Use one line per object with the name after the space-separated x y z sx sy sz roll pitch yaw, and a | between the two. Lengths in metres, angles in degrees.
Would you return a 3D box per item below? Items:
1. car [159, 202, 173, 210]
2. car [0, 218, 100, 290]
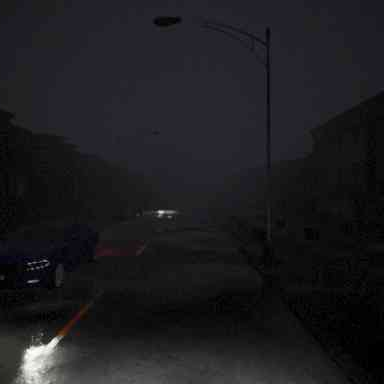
-4.020 2.158 51.752 1.895 1.301 4.718 0 -1 1 | car
-4.102 1.582 9.582 1.882 1.535 5.008 0 -1 0 | car
